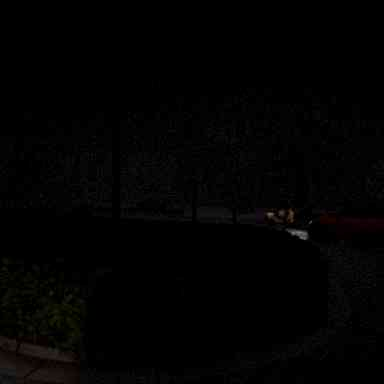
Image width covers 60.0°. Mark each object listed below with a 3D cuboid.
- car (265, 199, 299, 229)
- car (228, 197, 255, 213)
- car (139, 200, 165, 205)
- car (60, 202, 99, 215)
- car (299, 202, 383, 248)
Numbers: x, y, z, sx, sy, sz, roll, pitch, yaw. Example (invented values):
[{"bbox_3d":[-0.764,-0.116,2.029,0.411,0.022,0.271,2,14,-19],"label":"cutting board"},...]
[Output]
[{"bbox_3d":[6.610,1.381,22.445,1.932,1.855,4.605,-1,0,35],"label":"car"},{"bbox_3d":[5.887,1.481,39.147,1.905,1.878,3.866,-1,0,35],"label":"car"},{"bbox_3d":[-5.472,1.801,46.428,1.816,1.474,4.193,-1,0,35],"label":"car"},{"bbox_3d":[-11.888,1.804,35.213,1.784,1.438,3.905,-1,0,35],"label":"car"},{"bbox_3d":[7.488,1.372,14.870,2.097,1.767,4.553,0,-1,-36],"label":"car"}]
